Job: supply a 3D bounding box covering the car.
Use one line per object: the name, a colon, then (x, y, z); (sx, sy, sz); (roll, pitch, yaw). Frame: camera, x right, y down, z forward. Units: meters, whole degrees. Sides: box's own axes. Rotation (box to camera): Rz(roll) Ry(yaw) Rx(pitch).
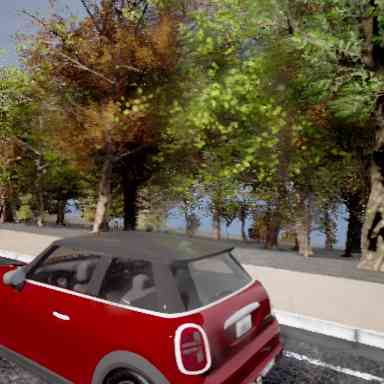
car: (-1.213, 1.336, 4.549); (4.553, 1.767, 2.097); (0, 0, 35)
